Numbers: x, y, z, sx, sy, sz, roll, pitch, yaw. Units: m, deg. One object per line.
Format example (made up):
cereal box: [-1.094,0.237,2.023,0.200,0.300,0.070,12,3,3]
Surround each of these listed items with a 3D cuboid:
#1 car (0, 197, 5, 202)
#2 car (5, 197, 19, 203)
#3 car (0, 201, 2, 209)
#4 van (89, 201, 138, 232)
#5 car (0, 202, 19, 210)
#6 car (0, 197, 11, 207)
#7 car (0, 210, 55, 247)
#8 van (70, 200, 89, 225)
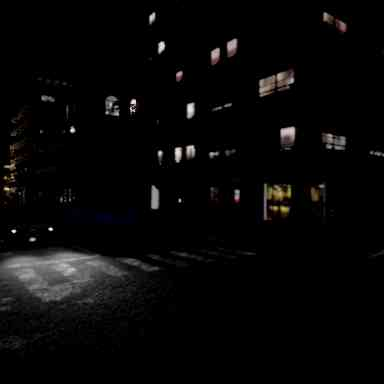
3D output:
car: [-20.297,1.516,32.745,2.150,2.045,5.566,0,-1,-36]
car: [-31.091,1.988,57.342,1.967,1.590,4.097,-1,0,-36]
car: [-33.530,2.140,56.314,1.895,1.301,4.718,0,-1,-36]
van: [-4.996,1.518,21.533,1.690,1.788,3.998,-1,0,-36]
car: [-14.028,1.712,24.120,1.837,1.490,4.892,0,-1,-36]
car: [-37.616,1.959,66.293,2.192,1.841,5.009,-1,0,-36]
car: [-8.034,1.725,15.893,1.895,1.301,4.718,0,-1,-36]
van: [-8.258,1.563,26.009,1.690,1.788,3.998,-1,0,-36]
